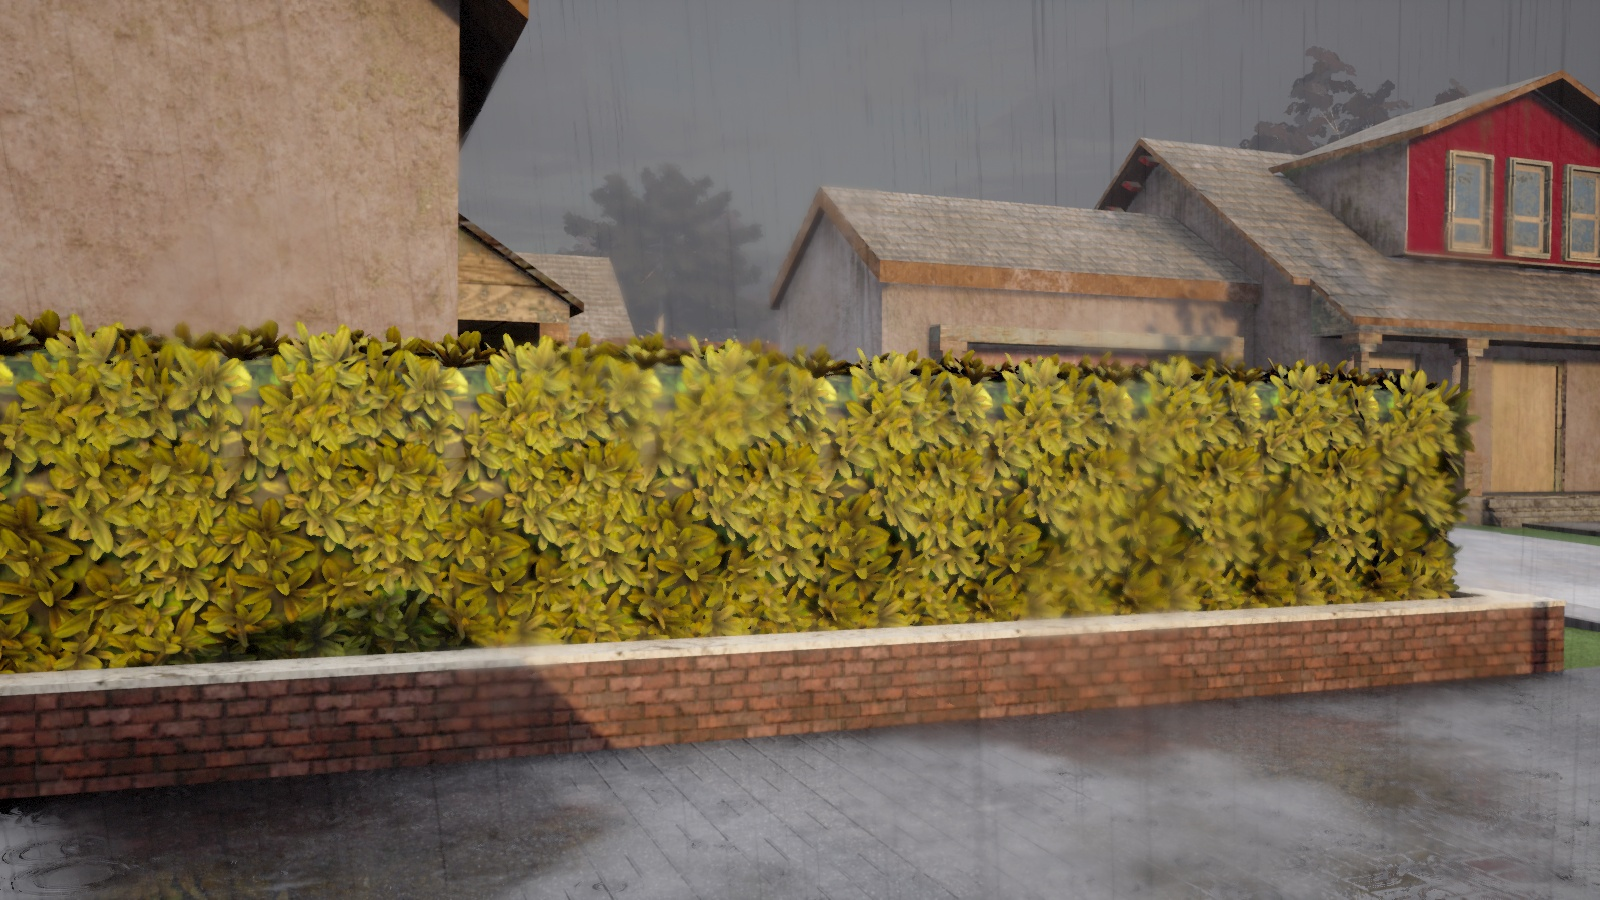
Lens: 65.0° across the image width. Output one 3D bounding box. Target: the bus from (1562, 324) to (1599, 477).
[{"bbox_3d":[25.422,-1.372,31.842,3.944,4.253,10.273,-1,1,-19],"label":"bus"}]
